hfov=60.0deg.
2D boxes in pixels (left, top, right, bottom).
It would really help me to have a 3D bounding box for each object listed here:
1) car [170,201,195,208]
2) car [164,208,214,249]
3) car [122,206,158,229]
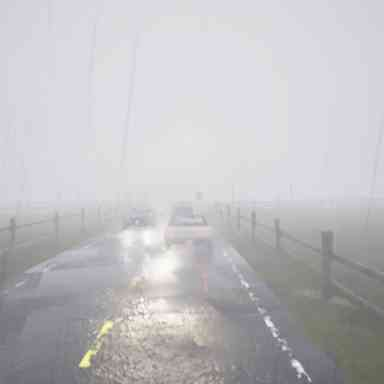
[{"bbox_3d":[-0.823,1.533,28.883,1.837,1.490,4.892,0,0,-3],"label":"car"},{"bbox_3d":[-0.170,1.610,14.606,1.895,1.301,4.718,0,0,-2],"label":"car"},{"bbox_3d":[-3.284,1.585,21.599,1.994,1.385,4.181,0,0,-2],"label":"car"}]
